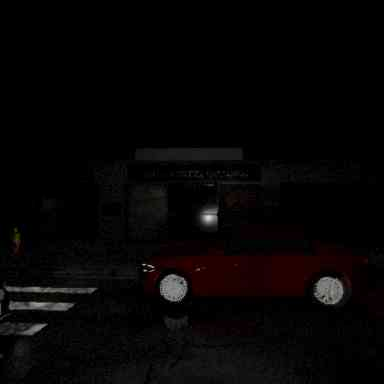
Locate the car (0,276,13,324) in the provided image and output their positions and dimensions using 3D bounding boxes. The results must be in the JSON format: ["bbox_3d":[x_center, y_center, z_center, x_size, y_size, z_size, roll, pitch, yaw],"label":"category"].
[{"bbox_3d":[-5.357,1.532,5.088,4.902,1.511,2.128,0,-1,5],"label":"car"}]

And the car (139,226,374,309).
[{"bbox_3d":[1.307,1.540,7.518,5.008,1.535,1.882,0,-1,5],"label":"car"}]

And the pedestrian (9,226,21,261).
[{"bbox_3d":[-5.804,1.709,10.999,0.500,1.100,0.500,0,-1,5],"label":"pedestrian"}]
